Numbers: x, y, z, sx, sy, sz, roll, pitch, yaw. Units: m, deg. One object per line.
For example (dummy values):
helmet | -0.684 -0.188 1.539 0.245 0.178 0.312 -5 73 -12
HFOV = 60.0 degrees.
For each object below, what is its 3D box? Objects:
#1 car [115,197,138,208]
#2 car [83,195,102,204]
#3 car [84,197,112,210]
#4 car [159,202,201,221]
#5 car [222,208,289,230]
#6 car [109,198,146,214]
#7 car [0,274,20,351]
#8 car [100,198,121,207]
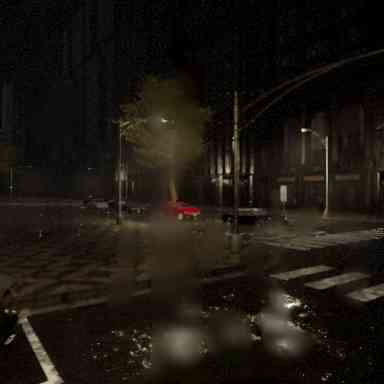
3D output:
car | -10.924 1.667 55.275 2.097 1.767 4.553 0 0 -35
car | -17.340 1.544 58.567 2.150 2.045 5.566 0 0 -36
car | -13.402 1.802 47.416 1.812 1.442 4.674 0 0 -36
car | -1.184 1.694 30.272 1.882 1.535 5.008 0 0 -36
car | 4.217 1.792 22.733 1.895 1.301 4.718 0 0 -36
car | -7.405 1.794 38.959 2.033 1.411 5.357 0 0 -36
car | -4.332 1.537 3.563 4.403 1.369 2.008 1 -1 -35
car | -14.923 1.813 60.773 1.882 1.535 5.008 0 0 -36
